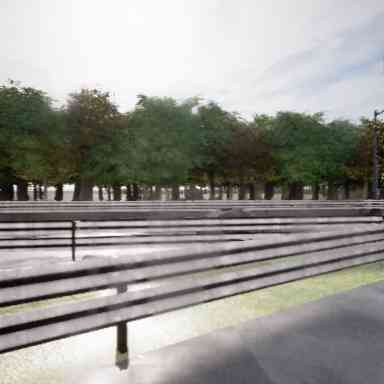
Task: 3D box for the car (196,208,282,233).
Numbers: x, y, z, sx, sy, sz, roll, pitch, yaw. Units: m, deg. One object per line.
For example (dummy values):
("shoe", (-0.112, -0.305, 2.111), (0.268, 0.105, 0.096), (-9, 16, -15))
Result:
("car", (2.283, 1.515, 16.492), (4.181, 1.385, 1.994), (0, 0, -13))
